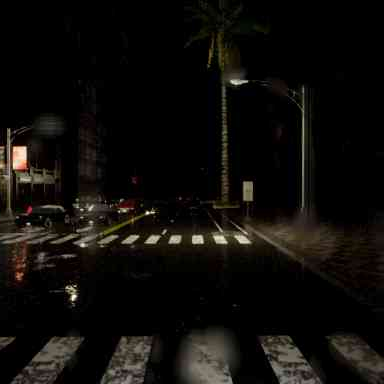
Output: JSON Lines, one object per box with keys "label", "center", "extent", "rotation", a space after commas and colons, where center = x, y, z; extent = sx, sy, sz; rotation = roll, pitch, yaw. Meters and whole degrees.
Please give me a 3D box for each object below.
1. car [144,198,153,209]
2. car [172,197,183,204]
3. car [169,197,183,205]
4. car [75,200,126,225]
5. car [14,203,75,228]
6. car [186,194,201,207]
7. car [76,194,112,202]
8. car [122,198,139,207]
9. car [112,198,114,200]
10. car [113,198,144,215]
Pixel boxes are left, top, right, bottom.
{"label": "car", "center": [-6.412, 1.527, 44.551], "extent": [1.837, 1.490, 4.892], "rotation": [0, 0, 0]}
{"label": "car", "center": [-2.897, 1.633, 67.667], "extent": [1.994, 1.385, 4.181], "rotation": [0, 0, 0]}
{"label": "car", "center": [-2.936, 1.611, 57.709], "extent": [1.994, 1.385, 4.181], "rotation": [0, 0, 1]}
{"label": "car", "center": [-6.504, 1.553, 24.081], "extent": [2.033, 1.411, 5.357], "rotation": [0, 0, 0]}
{"label": "car", "center": [-9.787, 1.606, 22.209], "extent": [1.895, 1.301, 4.718], "rotation": [0, 0, 1]}
{"label": "car", "center": [0.208, 1.259, 53.417], "extent": [2.150, 2.045, 5.566], "rotation": [0, 0, 0]}
{"label": "car", "center": [-9.721, 1.231, 32.119], "extent": [2.150, 2.045, 5.566], "rotation": [0, 0, 0]}
{"label": "car", "center": [-9.598, 1.636, 52.268], "extent": [1.895, 1.301, 4.718], "rotation": [0, 0, 1]}
{"label": "car", "center": [-9.674, 1.511, 42.139], "extent": [2.128, 1.511, 4.902], "rotation": [0, 0, 1]}
{"label": "car", "center": [-6.458, 1.537, 34.121], "extent": [1.812, 1.442, 4.674], "rotation": [0, 0, 0]}
